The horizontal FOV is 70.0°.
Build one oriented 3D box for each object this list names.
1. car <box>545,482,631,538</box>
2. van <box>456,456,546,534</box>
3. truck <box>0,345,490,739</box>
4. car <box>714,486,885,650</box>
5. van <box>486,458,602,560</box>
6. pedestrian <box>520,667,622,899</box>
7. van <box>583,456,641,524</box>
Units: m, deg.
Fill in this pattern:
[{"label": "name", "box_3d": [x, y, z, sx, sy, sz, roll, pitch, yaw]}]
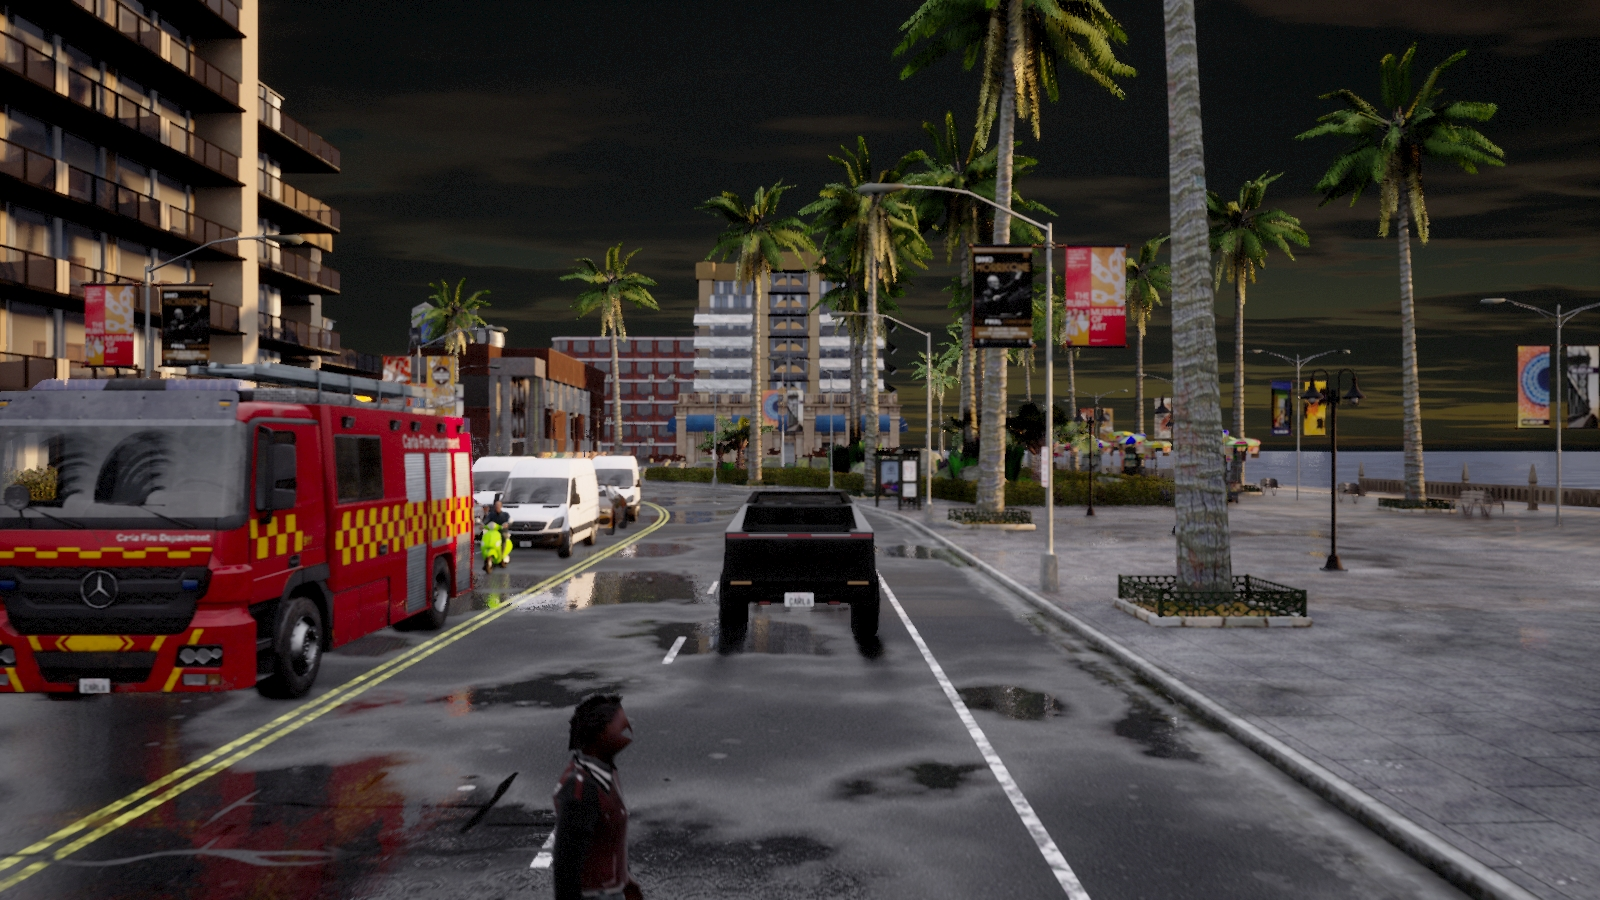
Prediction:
[{"label": "car", "box_3d": [-7.182, 1.988, 39.200, 2.152, 1.651, 5.027, 0, 0, -2]}, {"label": "van", "box_3d": [-10.739, 1.531, 41.437, 1.988, 2.561, 5.915, 0, 0, -3]}, {"label": "truck", "box_3d": [-6.756, 0.889, 15.336, 2.891, 3.827, 8.468, 0, 0, 0]}, {"label": "car", "box_3d": [-0.008, 1.752, 19.155, 2.390, 2.098, 6.274, 0, 0, 0]}, {"label": "van", "box_3d": [-7.053, 1.531, 32.163, 1.988, 2.561, 5.915, 0, 0, -1]}, {"label": "pedestrian", "box_3d": [-0.916, 1.849, 4.620, 0.375, 1.860, 0.375, 0, 0, -7]}, {"label": "van", "box_3d": [-7.561, 1.530, 46.510, 1.988, 2.561, 5.915, 0, 0, -6]}]
